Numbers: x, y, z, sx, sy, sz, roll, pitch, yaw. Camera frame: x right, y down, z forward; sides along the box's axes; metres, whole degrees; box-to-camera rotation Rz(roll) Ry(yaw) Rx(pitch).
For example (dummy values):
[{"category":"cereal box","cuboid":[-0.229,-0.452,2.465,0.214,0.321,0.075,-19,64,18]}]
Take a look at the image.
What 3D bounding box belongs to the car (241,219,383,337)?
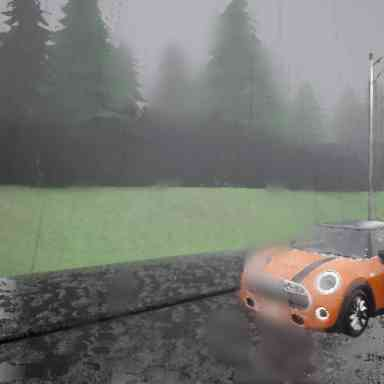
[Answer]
[{"category":"car","cuboid":[3.159,1.402,6.855,4.553,1.767,2.097,0,0,-35]}]
